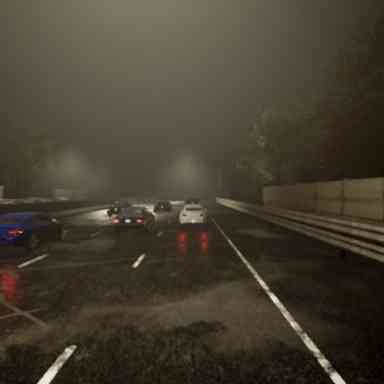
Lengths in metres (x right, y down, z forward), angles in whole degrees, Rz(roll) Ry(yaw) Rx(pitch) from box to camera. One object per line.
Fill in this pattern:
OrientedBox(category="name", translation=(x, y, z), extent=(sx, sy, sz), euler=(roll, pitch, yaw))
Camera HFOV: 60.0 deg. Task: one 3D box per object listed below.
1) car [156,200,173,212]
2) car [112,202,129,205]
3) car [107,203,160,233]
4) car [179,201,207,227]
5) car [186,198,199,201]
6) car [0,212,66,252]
OrientedBox(category="car", translation=(-3.418, 1.690, 39.924), extent=(1.994, 1.385, 4.181), euler=(0, 0, 0))
OrientedBox(category="car", translation=(-6.913, 1.647, 32.687), extent=(2.033, 1.411, 5.357), euler=(0, 0, 0))
OrientedBox(category="car", translation=(-3.407, 1.603, 20.156), extent=(2.033, 1.411, 5.357), euler=(0, 0, 0))
OrientedBox(category="car", translation=(0.088, 1.590, 22.998), extent=(1.812, 1.442, 4.674), euler=(0, 0, 0))
OrientedBox(category="car", translation=(0.079, 1.484, 41.637), extent=(2.097, 1.767, 4.553), euler=(0, 0, 0))
OrientedBox(category="car", translation=(-6.908, 1.561, 13.972), extent=(1.812, 1.442, 4.674), euler=(0, 0, 0))
